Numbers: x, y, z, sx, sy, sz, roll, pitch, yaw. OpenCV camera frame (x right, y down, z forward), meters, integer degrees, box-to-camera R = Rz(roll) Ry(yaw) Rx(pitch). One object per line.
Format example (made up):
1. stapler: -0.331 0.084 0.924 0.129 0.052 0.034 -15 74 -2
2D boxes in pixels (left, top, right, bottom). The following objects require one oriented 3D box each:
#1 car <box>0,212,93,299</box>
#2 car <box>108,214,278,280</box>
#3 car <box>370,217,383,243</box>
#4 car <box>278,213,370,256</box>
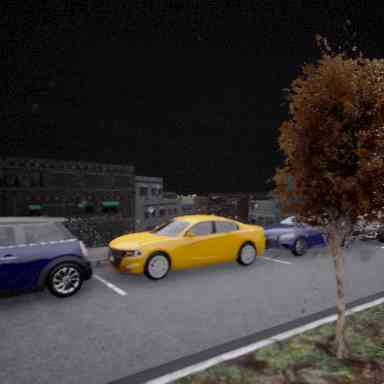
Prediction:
1. car: -4.543 1.345 6.937 4.553 1.767 2.185 0 0 -35
2. car: 0.003 1.473 10.075 5.008 1.535 2.097 0 0 -33
3. car: 9.332 1.484 16.083 4.892 1.521 2.231 0 0 -31
4. car: 4.635 1.516 13.129 4.674 1.452 2.002 0 0 -32
